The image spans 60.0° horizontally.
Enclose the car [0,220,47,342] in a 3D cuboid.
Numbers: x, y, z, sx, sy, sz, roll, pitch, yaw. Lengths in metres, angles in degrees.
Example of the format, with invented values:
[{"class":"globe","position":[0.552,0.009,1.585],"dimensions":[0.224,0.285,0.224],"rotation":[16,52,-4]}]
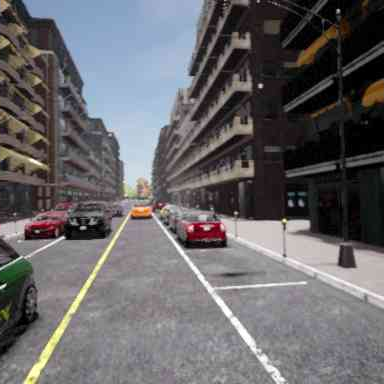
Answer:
[{"class":"car","position":[-3.685,1.466,4.236],"dimensions":[2.097,1.767,4.553],"rotation":[-1,-1,-8]}]

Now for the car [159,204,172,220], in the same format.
[{"class":"car","position":[-1.375,1.915,27.190],"dimensions":[2.008,1.369,4.403],"rotation":[0,-1,-9]}]

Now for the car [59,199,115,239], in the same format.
[{"class":"car","position":[-6.162,1.586,20.259],"dimensions":[2.150,2.045,5.566],"rotation":[-1,-1,-9]}]

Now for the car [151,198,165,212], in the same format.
[{"class":"car","position":[-4.829,2.031,49.194],"dimensions":[2.192,1.841,5.009],"rotation":[0,-1,-9]}]

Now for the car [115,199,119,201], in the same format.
[{"class":"car","position":[-17.427,2.617,75.424],"dimensions":[2.192,1.841,5.009],"rotation":[0,-1,-9]}]

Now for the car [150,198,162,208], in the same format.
[{"class":"car","position":[-7.550,2.246,68.441],"dimensions":[2.150,2.045,5.566],"rotation":[-1,-1,-9]}]

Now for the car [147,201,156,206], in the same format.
[{"class":"car","position":[-10.006,2.816,82.189],"dimensions":[1.947,1.339,4.313],"rotation":[0,-1,-9]}]

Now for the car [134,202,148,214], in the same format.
[{"class":"car","position":[-7.255,2.216,47.362],"dimensions":[1.882,1.535,5.008],"rotation":[-1,0,-8]}]

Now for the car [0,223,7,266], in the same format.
[{"class":"car","position":[-7.042,1.767,9.255],"dimensions":[1.752,1.417,4.829],"rotation":[0,-1,-9]}]

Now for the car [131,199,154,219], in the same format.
[{"class":"car","position":[-5.379,1.900,35.595],"dimensions":[2.097,1.767,4.553],"rotation":[-1,-1,-7]}]

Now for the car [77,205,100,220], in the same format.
[{"class":"car","position":[-11.358,2.203,36.754],"dimensions":[1.752,1.417,4.829],"rotation":[0,-1,-9]}]

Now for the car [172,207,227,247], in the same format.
[{"class":"car","position":[0.351,1.630,16.193],"dimensions":[1.967,1.590,4.097],"rotation":[0,-1,-9]}]

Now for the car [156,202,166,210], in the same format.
[{"class":"car","position":[-2.264,1.980,32.859],"dimensions":[1.752,1.417,4.829],"rotation":[0,-1,-9]}]

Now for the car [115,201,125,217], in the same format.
[{"class":"car","position":[-9.113,2.221,39.734],"dimensions":[1.837,1.490,4.892],"rotation":[-1,-1,-9]}]

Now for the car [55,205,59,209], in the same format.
[{"class":"car","position":[-9.659,1.820,25.926],"dimensions":[2.192,1.841,5.009],"rotation":[0,-1,-9]}]

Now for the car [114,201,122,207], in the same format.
[{"class":"car","position":[-19.152,3.063,86.421],"dimensions":[1.802,1.307,4.206],"rotation":[0,-1,-9]}]

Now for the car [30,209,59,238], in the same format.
[{"class":"car","position":[-8.795,1.963,20.423],"dimensions":[1.887,1.381,4.507],"rotation":[0,-1,-9]}]

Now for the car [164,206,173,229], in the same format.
[{"class":"car","position":[-0.512,1.828,21.691],"dimensions":[2.008,1.369,4.403],"rotation":[0,-1,-9]}]

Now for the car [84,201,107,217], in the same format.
[{"class":"car","position":[-12.248,2.084,42.425],"dimensions":[2.192,1.841,5.009],"rotation":[0,-1,-9]}]
